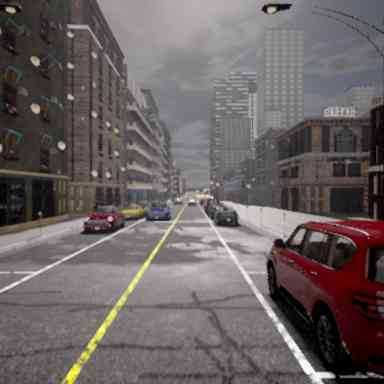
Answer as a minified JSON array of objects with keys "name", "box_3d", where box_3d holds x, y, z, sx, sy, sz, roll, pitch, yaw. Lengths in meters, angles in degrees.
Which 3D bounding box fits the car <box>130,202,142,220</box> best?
[{"name":"car","box_3d":[-5.672,1.857,32.179,1.752,1.417,4.829,-1,-1,0]}]

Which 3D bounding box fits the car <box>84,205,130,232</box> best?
[{"name":"car","box_3d":[-5.684,1.667,21.927,1.967,1.590,4.097,-1,-1,0]}]

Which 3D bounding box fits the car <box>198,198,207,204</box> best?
[{"name":"car","box_3d":[2.769,2.436,88.185,2.008,1.369,4.403,-1,-1,0]}]

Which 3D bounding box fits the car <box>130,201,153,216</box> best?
[{"name":"car","box_3d":[-5.667,1.830,37.929,1.967,1.590,4.097,-1,-1,0]}]

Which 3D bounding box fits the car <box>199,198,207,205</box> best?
[{"name":"car","box_3d":[2.750,2.359,82.776,1.752,1.417,4.829,-1,-1,0]}]

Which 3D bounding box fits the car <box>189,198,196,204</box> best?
[{"name":"car","box_3d":[0.087,2.323,87.170,1.895,1.301,4.718,0,-1,0]}]

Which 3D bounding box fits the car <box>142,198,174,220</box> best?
[{"name":"car","box_3d":[-3.066,1.673,31.146,2.097,1.767,4.553,0,-1,0]}]

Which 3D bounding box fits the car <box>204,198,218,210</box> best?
[{"name":"car","box_3d":[3.054,1.909,54.584,2.097,1.767,4.553,0,-1,0]}]

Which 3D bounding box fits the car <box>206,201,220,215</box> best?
[{"name":"car","box_3d":[2.676,1.900,32.390,1.947,1.339,4.313,-1,-1,0]}]

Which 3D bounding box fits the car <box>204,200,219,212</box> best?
[{"name":"car","box_3d":[2.681,1.957,37.970,1.947,1.339,4.313,-1,-1,0]}]

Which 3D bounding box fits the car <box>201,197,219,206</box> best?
[{"name":"car","box_3d":[2.682,1.762,43.551,2.192,1.841,5.009,-1,-1,0]}]

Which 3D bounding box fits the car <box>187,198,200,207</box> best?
[{"name":"car","box_3d":[0.068,2.205,68.399,2.033,1.411,5.357,0,-1,0]}]

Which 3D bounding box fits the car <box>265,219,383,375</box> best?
[{"name":"car","box_3d":[2.677,1.376,5.692,2.192,1.841,5.009,-1,-1,0]}]

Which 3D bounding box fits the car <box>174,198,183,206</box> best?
[{"name":"car","box_3d":[-2.929,2.247,71.521,1.994,1.385,4.181,0,-1,0]}]

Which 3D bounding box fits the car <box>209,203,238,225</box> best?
[{"name":"car","box_3d":[2.703,1.838,26.819,2.008,1.369,4.403,-1,-1,0]}]
